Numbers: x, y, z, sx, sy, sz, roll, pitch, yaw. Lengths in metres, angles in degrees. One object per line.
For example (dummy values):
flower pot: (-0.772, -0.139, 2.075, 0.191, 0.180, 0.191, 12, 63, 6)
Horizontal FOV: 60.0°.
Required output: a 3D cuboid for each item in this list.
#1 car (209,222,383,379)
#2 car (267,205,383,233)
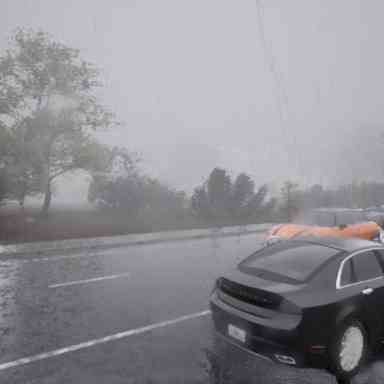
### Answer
car: (2.531, 1.506, 5.551, 4.892, 1.490, 1.837, 0, 0, -35)
car: (4.550, 1.354, 11.537, 4.553, 1.767, 2.097, 0, 0, -36)
